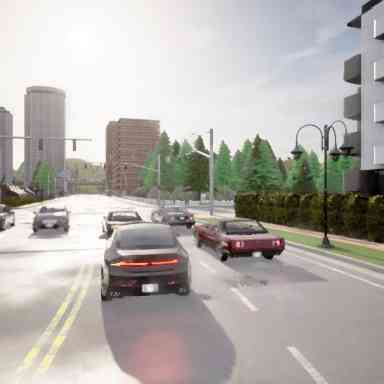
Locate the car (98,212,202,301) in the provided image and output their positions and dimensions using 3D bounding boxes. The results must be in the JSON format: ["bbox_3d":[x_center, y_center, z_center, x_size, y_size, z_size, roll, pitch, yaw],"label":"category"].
[{"bbox_3d":[-1.272,1.505,8.443,1.837,1.490,4.892,0,0,-12],"label":"car"}]

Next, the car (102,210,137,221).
[{"bbox_3d":[-3.637,1.601,17.259,1.895,1.301,4.718,0,0,-18],"label":"car"}]

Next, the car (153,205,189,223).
[{"bbox_3d":[-1.337,1.547,21.419,2.033,1.411,5.357,0,0,-18],"label":"car"}]

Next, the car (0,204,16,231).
[{"bbox_3d":[-12.062,1.511,20.207,1.837,1.490,4.892,0,0,-19],"label":"car"}]

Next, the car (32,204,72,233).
[{"bbox_3d":[-8.227,1.493,19.746,2.128,1.511,4.902,0,0,-18],"label":"car"}]

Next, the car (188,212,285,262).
[{"bbox_3d":[1.429,1.601,12.235,1.895,1.301,4.718,0,0,-14],"label":"car"}]
